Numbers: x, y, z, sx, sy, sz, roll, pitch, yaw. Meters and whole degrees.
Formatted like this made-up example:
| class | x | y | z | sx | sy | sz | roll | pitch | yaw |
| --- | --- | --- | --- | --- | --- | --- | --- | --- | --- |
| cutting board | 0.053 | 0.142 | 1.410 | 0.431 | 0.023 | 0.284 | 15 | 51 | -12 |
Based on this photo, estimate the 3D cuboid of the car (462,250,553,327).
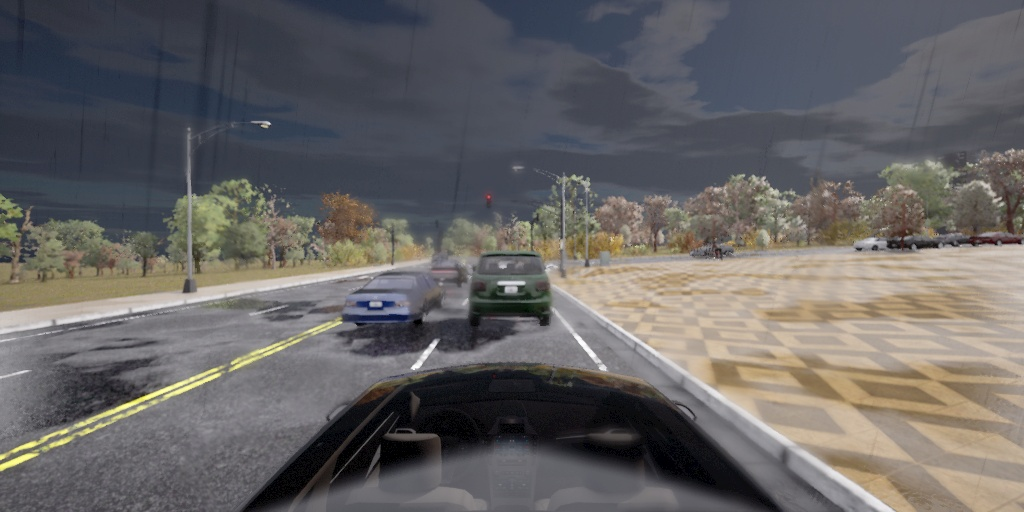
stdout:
| class | x | y | z | sx | sy | sz | roll | pitch | yaw |
| --- | --- | --- | --- | --- | --- | --- | --- | --- | --- |
| car | -0.073 | 0.849 | 11.106 | 2.150 | 2.045 | 5.566 | 0 | 1 | -1 |

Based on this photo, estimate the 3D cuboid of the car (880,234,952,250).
| class | x | y | z | sx | sy | sz | roll | pitch | yaw |
| --- | --- | --- | --- | --- | --- | --- | --- | --- | --- |
| car | 41.187 | -1.351 | 36.617 | 5.008 | 1.535 | 1.882 | -2 | 1 | -5 |

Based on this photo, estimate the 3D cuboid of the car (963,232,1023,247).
| class | x | y | z | sx | sy | sz | roll | pitch | yaw |
| --- | --- | --- | --- | --- | --- | --- | --- | --- | --- |
| car | 51.103 | -1.802 | 37.759 | 5.008 | 1.535 | 1.882 | -3 | 1 | -7 |

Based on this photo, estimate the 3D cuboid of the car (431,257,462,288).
| class | x | y | z | sx | sy | sz | roll | pitch | yaw |
| --- | --- | --- | --- | --- | --- | --- | --- | --- | --- |
| car | -3.653 | 0.993 | 21.121 | 2.128 | 1.511 | 4.902 | 0 | 1 | -1 |

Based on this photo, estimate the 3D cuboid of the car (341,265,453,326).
| class | x | y | z | sx | sy | sz | roll | pitch | yaw |
| --- | --- | --- | --- | --- | --- | --- | --- | --- | --- |
| car | -3.322 | 1.174 | 11.110 | 2.033 | 1.411 | 5.357 | 0 | 1 | -1 |

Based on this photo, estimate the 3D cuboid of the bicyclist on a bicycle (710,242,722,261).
| class | x | y | z | sx | sy | sz | roll | pitch | yaw |
| --- | --- | --- | --- | --- | --- | --- | --- | --- | --- |
| bicyclist on a bicycle | 17.356 | -0.386 | 30.489 | 0.582 | 1.620 | 1.656 | -2 | 0 | -3 |

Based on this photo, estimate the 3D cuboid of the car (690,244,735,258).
| class | x | y | z | sx | sy | sz | roll | pitch | yaw |
| --- | --- | --- | --- | --- | --- | --- | --- | --- | --- |
| car | 23.244 | -0.607 | 41.768 | 4.902 | 1.511 | 2.128 | -3 | 1 | -4 |

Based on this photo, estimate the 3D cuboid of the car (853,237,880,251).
| class | x | y | z | sx | sy | sz | roll | pitch | yaw |
| --- | --- | --- | --- | --- | --- | --- | --- | --- | --- |
| car | 40.519 | -1.320 | 39.816 | 4.674 | 1.442 | 1.812 | -3 | 1 | -6 |
